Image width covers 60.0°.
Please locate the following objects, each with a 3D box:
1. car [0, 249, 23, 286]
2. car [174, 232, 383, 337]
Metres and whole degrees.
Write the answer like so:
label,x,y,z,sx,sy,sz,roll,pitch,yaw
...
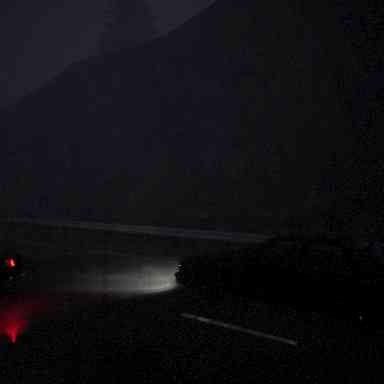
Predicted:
label,x,y,z,sx,sy,sz,roll,pitch,yaw
car,-6.241,1.599,7.993,4.718,1.301,1.895,0,0,33
car,2.245,1.537,6.596,5.357,1.411,2.033,0,0,34
